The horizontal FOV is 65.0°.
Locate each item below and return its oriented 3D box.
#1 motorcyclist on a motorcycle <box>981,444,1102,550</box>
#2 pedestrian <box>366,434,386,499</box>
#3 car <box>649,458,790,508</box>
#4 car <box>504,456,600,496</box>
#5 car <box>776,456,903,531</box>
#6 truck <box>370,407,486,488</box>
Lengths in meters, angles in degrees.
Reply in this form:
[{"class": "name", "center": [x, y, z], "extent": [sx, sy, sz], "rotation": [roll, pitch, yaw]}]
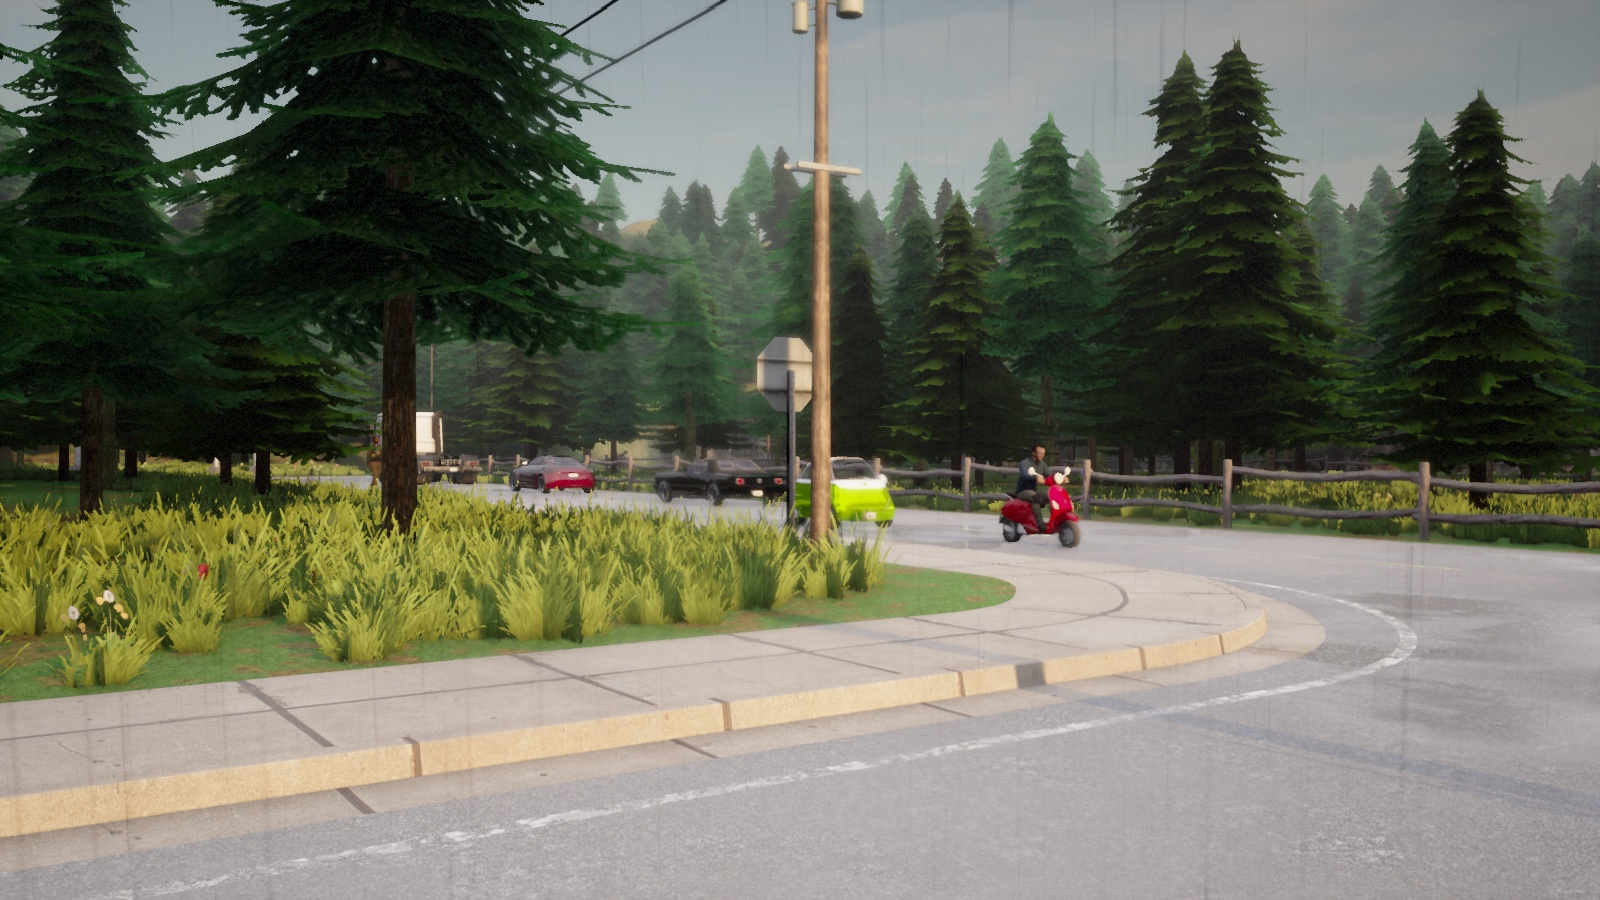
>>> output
[{"class": "motorcyclist on a motorcycle", "center": [3.761, 0.696, 19.715], "extent": [0.866, 1.590, 1.817], "rotation": [0, 0, -32]}, {"class": "pedestrian", "center": [-12.738, 0.493, 37.726], "extent": [0.395, 1.930, 0.692], "rotation": [0, 0, -37]}, {"class": "car", "center": [-2.363, 0.898, 35.640], "extent": [1.895, 1.301, 4.718], "rotation": [0, 0, -34]}, {"class": "car", "center": [-9.063, 0.902, 45.676], "extent": [1.994, 1.385, 4.181], "rotation": [0, 0, -34]}, {"class": "car", "center": [0.745, 0.815, 24.480], "extent": [1.481, 1.376, 2.207], "rotation": [0, 0, -32]}, {"class": "truck", "center": [-17.313, -0.095, 58.062], "extent": [2.891, 3.462, 7.936], "rotation": [0, 0, -34]}]
